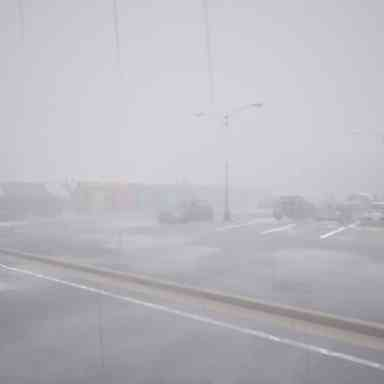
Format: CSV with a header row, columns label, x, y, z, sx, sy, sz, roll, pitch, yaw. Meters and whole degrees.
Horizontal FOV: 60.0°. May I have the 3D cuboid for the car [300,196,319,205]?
label,x,y,z,sx,sy,sz,roll,pitch,yaw
car,20.011,1.447,56.450,1.970,1.475,3.806,0,0,36

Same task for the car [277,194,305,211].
label,x,y,z,sx,sy,sz,roll,pitch,yaw
car,12.100,1.206,40.535,1.932,1.855,4.605,0,0,36

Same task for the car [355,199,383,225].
label,x,y,z,sx,sy,sz,roll,pitch,yaw
car,12.321,1.450,21.850,1.970,1.475,3.806,0,0,36

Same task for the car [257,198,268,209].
label,x,y,z,sx,sy,sz,roll,pitch,yaw
car,9.791,1.416,42.285,1.784,1.438,3.905,0,0,36

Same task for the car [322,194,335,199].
label,x,y,z,sx,sy,sz,roll,pitch,yaw
car,22.350,1.208,54.744,1.905,1.878,3.866,0,0,36

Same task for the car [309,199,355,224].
label,x,y,z,sx,sy,sz,roll,pitch,yaw
car,9.975,1.418,23.547,1.784,1.438,3.905,0,0,36

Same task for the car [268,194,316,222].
label,x,y,z,sx,sy,sz,roll,pitch,yaw
car,7.772,1.207,25.078,1.932,1.855,4.605,0,0,36
